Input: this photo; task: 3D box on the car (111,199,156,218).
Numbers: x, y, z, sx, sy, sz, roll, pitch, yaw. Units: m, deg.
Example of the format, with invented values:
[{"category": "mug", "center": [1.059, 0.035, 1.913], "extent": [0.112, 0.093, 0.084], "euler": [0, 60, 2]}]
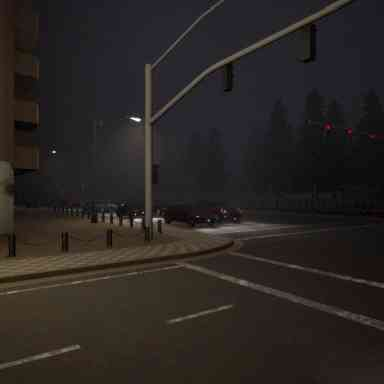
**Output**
[{"category": "car", "center": [-5.435, 1.619, 30.577], "extent": [1.994, 1.385, 4.181], "euler": [0, 0, -36]}]

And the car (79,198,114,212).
[{"category": "car", "center": [-11.177, 1.656, 38.562], "extent": [1.895, 1.301, 4.718], "euler": [0, 0, -36]}]

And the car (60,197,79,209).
[{"category": "car", "center": [-17.286, 1.533, 47.108], "extent": [1.882, 1.535, 5.008], "euler": [0, 0, -35]}]

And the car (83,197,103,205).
[{"category": "car", "center": [-18.015, 1.656, 60.365], "extent": [1.895, 1.301, 4.718], "euler": [0, 0, -36]}]

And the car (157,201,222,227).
[{"category": "car", "center": [-0.319, 1.581, 23.508], "extent": [1.812, 1.442, 4.674], "euler": [0, 0, -37]}]

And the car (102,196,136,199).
[{"category": "car", "center": [-9.420, 1.603, 42.116], "extent": [2.033, 1.411, 5.357], "euler": [0, 0, -35]}]

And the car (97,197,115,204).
[{"category": "car", "center": [-16.689, 1.656, 64.485], "extent": [1.895, 1.301, 4.718], "euler": [0, 0, -36]}]

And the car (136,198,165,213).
[{"category": "car", "center": [-3.374, 1.547, 33.709], "extent": [2.128, 1.511, 4.902], "euler": [0, 0, -36]}]

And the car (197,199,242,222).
[{"category": "car", "center": [1.862, 1.407, 26.439], "extent": [2.097, 1.767, 4.553], "euler": [0, 0, -36]}]
